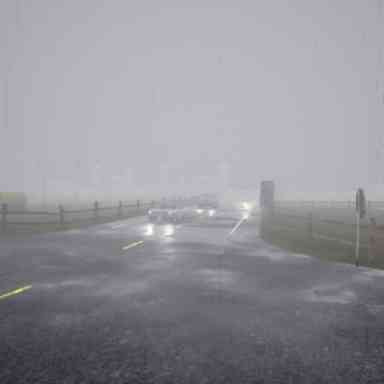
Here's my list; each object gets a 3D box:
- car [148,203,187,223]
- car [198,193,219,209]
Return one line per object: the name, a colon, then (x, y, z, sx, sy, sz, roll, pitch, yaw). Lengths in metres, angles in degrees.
car: (-1.762, 1.498, 25.139, 1.895, 1.301, 4.718, 1, 0, 12)
car: (2.241, 1.113, 43.632, 2.150, 2.045, 5.566, 1, 0, 12)
